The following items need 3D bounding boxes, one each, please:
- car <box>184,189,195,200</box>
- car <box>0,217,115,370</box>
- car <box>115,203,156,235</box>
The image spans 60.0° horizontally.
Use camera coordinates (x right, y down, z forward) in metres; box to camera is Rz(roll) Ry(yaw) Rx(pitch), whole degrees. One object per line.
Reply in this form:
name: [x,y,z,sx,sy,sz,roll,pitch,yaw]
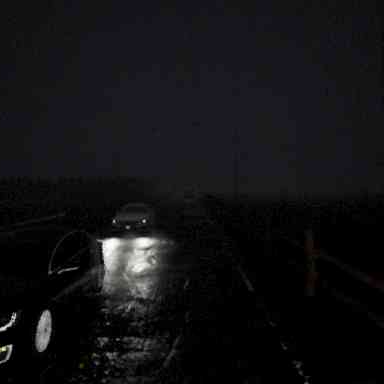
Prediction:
car: [-0.504,0.734,64.846,1.837,1.490,4.892,0,1,0]
car: [-2.890,1.446,5.907,1.837,1.490,4.892,0,1,-1]
car: [-2.969,1.334,17.690,1.812,1.442,4.674,0,1,0]
